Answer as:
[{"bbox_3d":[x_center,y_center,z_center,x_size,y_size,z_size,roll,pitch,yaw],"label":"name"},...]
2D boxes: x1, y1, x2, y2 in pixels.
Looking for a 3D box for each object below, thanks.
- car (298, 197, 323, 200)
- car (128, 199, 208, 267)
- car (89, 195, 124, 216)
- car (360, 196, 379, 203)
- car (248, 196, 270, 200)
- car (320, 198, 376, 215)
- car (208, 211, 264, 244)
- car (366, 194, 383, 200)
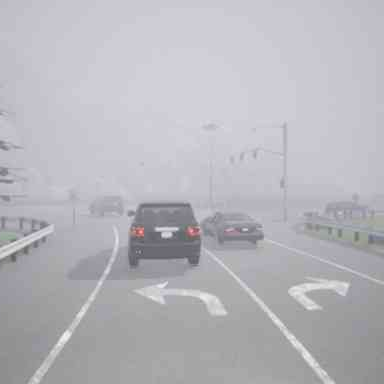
[{"bbox_3d":[19.687,1.706,57.899,4.892,1.490,1.837,0,0,-16],"label":"car"},{"bbox_3d":[-1.083,1.266,11.783,2.150,2.045,5.566,0,0,-8],"label":"car"},{"bbox_3d":[-8.801,1.351,34.008,2.150,2.045,5.566,0,0,-33],"label":"car"},{"bbox_3d":[41.515,1.785,77.699,4.674,1.442,1.812,0,0,-31],"label":"car"},{"bbox_3d":[13.347,1.587,66.911,4.553,1.767,2.097,0,0,-16],"label":"car"},{"bbox_3d":[16.275,1.625,34.693,4.892,1.490,1.837,0,0,-18],"label":"car"},{"bbox_3d":[1.745,1.605,16.125,2.033,1.411,5.357,0,0,-10],"label":"car"},{"bbox_3d":[34.535,1.440,62.509,5.566,2.045,2.150,0,0,-19],"label":"car"}]
